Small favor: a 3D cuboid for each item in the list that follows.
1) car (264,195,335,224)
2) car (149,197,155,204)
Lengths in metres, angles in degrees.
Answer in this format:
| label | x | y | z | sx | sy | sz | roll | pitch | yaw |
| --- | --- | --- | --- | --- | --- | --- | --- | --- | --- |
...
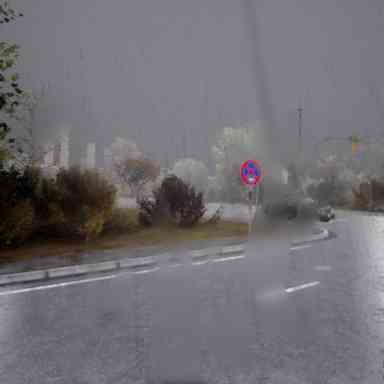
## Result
| label | x | y | z | sx | sy | sz | roll | pitch | yaw |
| --- | --- | --- | --- | --- | --- | --- | --- | --- | --- |
| car | 7.857 | 1.239 | 24.976 | 2.150 | 2.045 | 5.566 | 0 | 0 | -32 |
| car | -6.121 | 1.436 | 47.185 | 1.812 | 1.442 | 4.674 | 0 | 1 | -32 |
